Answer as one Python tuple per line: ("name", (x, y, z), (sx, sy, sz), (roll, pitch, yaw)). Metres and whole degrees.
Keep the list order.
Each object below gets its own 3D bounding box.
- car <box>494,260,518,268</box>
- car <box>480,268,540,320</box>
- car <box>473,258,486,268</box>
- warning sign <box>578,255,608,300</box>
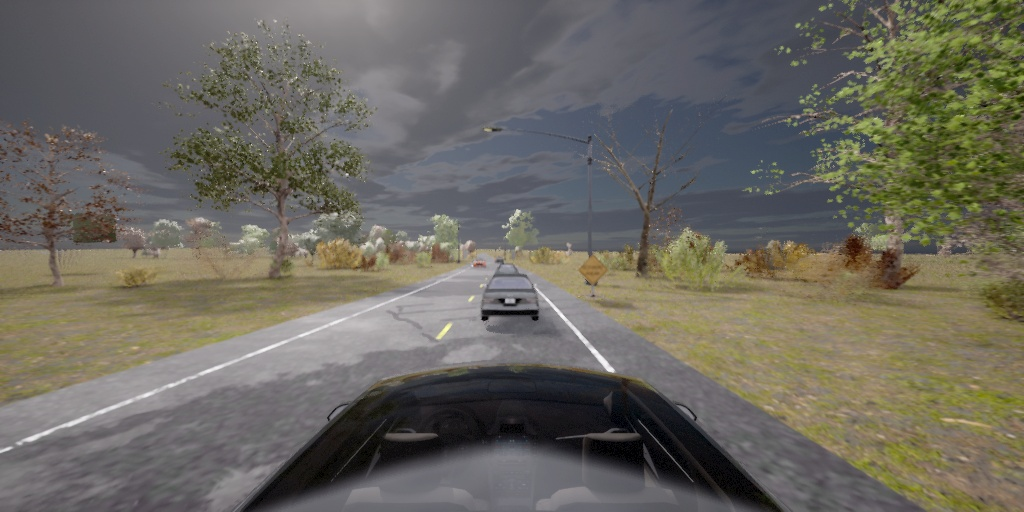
("car", (-0.428, 1.314, 30.082), (1.994, 1.385, 4.181), (0, 0, -1))
("car", (-0.063, 1.301, 12.526), (2.033, 1.411, 5.357), (0, 0, 0))
("car", (-5.412, 1.075, 60.086), (2.097, 1.767, 4.553), (0, 0, -3))
("warning sign", (3.431, 0.868, 15.260), (1.300, 1.860, 1.060), (0, 0, -1))
